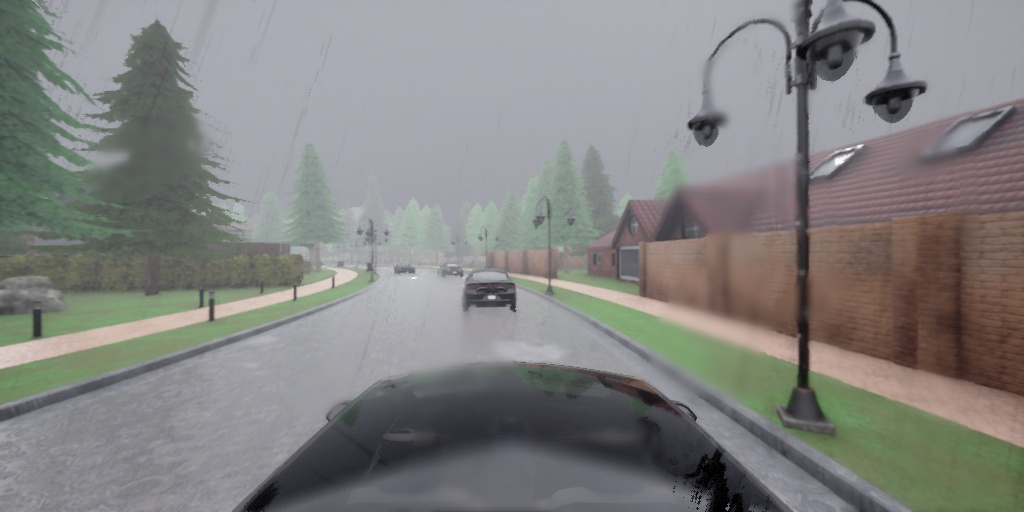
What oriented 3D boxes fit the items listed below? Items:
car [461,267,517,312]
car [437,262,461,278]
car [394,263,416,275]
[{"bbox_3d":[-0.983,1.233,14.441,1.882,1.535,5.008,0,0,-7],"label":"car"},{"bbox_3d":[-5.867,1.304,34.303,1.812,1.442,4.674,0,0,-19],"label":"car"},{"bbox_3d":[-11.744,1.404,39.287,1.895,1.301,4.718,0,0,-23],"label":"car"}]
